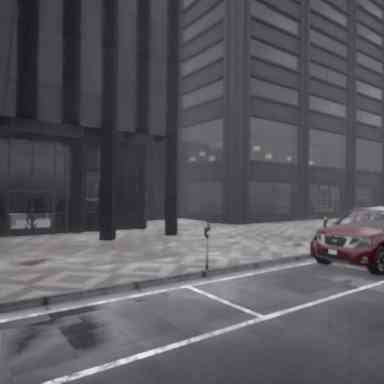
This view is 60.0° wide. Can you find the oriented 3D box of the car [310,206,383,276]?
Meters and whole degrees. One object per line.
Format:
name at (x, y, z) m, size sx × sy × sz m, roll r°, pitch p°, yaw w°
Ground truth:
car at (6.068, 1.420, 10.965) m, size 5.009 × 1.841 × 2.192 m, roll 1°, pitch 0°, yaw -35°
